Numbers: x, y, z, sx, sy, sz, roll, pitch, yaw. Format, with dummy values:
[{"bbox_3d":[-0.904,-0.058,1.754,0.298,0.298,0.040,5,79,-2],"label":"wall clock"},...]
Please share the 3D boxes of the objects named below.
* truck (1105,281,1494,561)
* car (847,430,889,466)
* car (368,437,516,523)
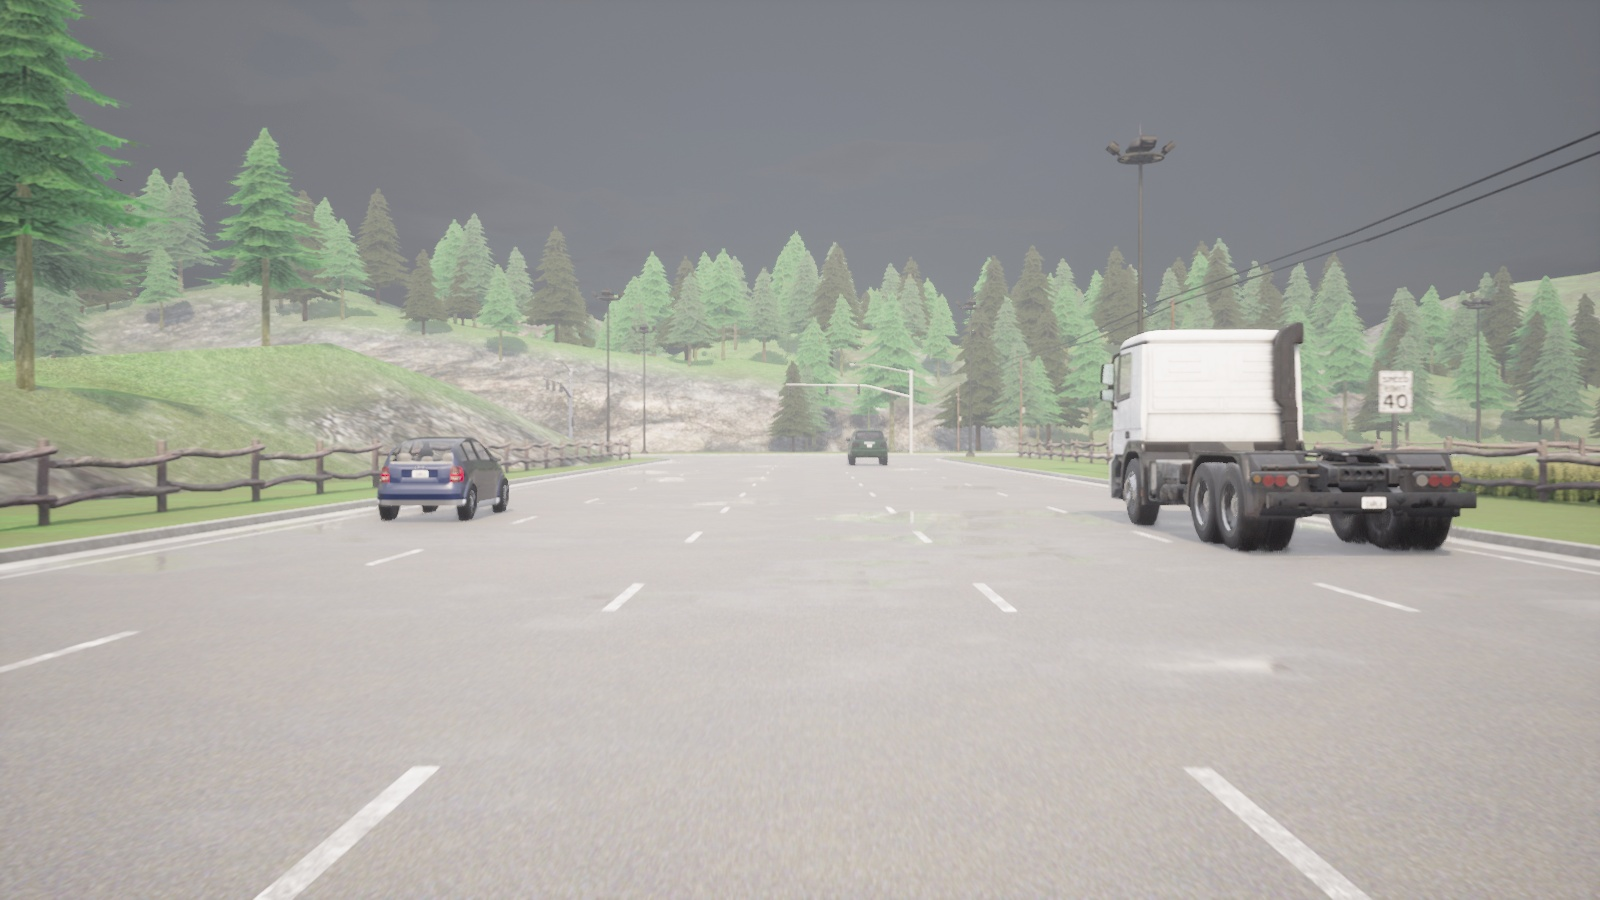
[{"bbox_3d":[7.126,-0.391,19.464,2.891,3.462,7.936,0,0,0],"label":"truck"},{"bbox_3d":[3.926,-0.135,73.045,2.150,2.045,5.566,0,0,0],"label":"car"},{"bbox_3d":[-6.848,0.518,24.376,1.789,1.549,3.705,0,1,0],"label":"car"}]
